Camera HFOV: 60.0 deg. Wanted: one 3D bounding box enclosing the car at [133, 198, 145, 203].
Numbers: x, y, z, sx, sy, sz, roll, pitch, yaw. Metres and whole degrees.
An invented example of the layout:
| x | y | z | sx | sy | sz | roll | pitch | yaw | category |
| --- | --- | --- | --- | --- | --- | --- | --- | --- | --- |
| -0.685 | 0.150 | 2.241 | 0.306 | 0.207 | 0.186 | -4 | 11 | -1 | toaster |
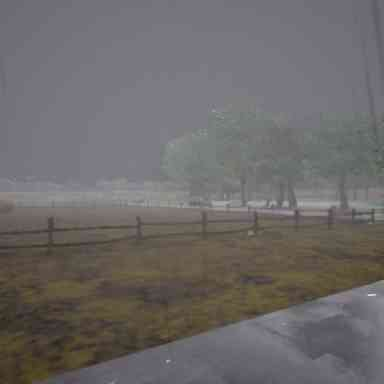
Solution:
| x | y | z | sx | sy | sz | roll | pitch | yaw | category |
| --- | --- | --- | --- | --- | --- | --- | --- | --- | --- |
| -14.867 | 2.320 | 92.707 | 1.837 | 1.490 | 4.892 | -2 | 1 | -35 | car |

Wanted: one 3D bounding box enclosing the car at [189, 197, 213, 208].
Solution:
| x | y | z | sx | sy | sz | roll | pitch | yaw | category |
| --- | --- | --- | --- | --- | --- | --- | --- | --- | --- |
| 1.637 | 1.955 | 64.473 | 2.150 | 2.045 | 5.566 | -2 | 1 | -35 | car |
